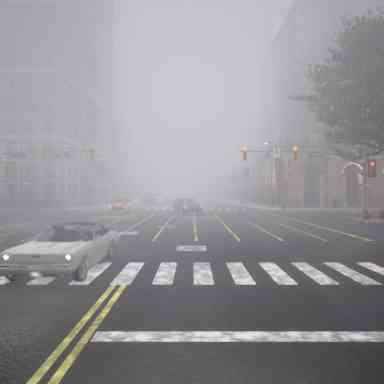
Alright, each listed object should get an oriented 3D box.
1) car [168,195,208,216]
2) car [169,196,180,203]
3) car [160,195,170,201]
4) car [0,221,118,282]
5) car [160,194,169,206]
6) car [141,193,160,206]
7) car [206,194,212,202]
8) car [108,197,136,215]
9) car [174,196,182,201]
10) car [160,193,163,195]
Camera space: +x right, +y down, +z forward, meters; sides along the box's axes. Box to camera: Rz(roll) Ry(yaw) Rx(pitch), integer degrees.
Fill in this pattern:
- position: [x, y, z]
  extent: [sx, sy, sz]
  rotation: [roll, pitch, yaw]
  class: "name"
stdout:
- position: [-0.473, 1.352, 32.540]
  extent: [2.097, 1.767, 4.553]
  rotation: [0, 0, -19]
  class: "car"
- position: [-3.537, 1.547, 69.531]
  extent: [2.033, 1.411, 5.357]
  rotation: [0, 0, 0]
  class: "car"
- position: [-6.900, 1.513, 85.353]
  extent: [1.895, 1.301, 4.718]
  rotation: [0, 0, 0]
  class: "car"
- position: [-3.617, 1.601, 9.897]
  extent: [1.895, 1.301, 4.718]
  rotation: [0, 0, 0]
  class: "car"
- position: [-3.683, 1.490, 55.464]
  extent: [2.128, 1.511, 4.902]
  rotation: [0, 0, 0]
  class: "car"
- position: [-7.186, 1.222, 56.193]
  extent: [2.150, 2.045, 5.566]
  rotation: [0, 0, 0]
  class: "car"
- position: [3.540, 1.355, 78.288]
  extent: [2.097, 1.767, 4.553]
  rotation: [0, 0, 0]
  class: "car"
- position: [-7.159, 1.351, 34.179]
  extent: [2.097, 1.767, 4.553]
  rotation: [0, 0, 0]
  class: "car"
- position: [-3.418, 1.576, 83.242]
  extent: [1.895, 1.301, 4.718]
  rotation: [0, 0, 0]
  class: "car"
- position: [-7.034, 1.225, 69.809]
  extent: [2.150, 2.045, 5.566]
  rotation: [0, 0, 0]
  class: "car"
